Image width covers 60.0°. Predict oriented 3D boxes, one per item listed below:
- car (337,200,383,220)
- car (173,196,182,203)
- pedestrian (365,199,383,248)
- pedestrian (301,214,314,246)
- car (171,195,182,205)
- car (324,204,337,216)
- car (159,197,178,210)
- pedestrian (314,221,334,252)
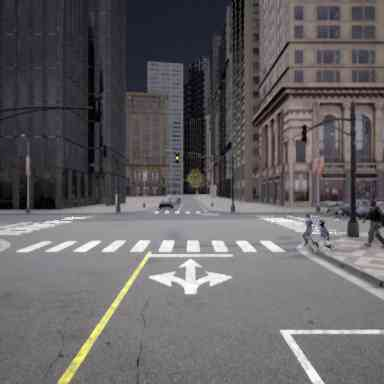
[{"bbox_3d":[14.993,1.485,26.777,5.357,1.411,2.033,0,0,0],"label":"car"},{"bbox_3d":[-3.266,1.548,73.972,1.837,1.490,4.892,0,0,0],"label":"car"},{"bbox_3d":[6.717,1.127,12.177,0.375,1.860,0.375,0,0,0],"label":"pedestrian"},{"bbox_3d":[4.518,1.405,12.768,0.375,1.300,0.375,0,0,0],"label":"pedestrian"},{"bbox_3d":[-3.254,1.516,58.779,2.128,1.511,4.902,0,0,0],"label":"car"},{"bbox_3d":[14.513,1.451,30.073,4.902,1.511,2.128,0,0,-2],"label":"car"},{"bbox_3d":[-3.211,1.603,42.897,1.895,1.301,4.718,0,0,0],"label":"car"},{"bbox_3d":[4.586,1.132,11.571,0.375,1.860,0.375,0,0,0],"label":"pedestrian"}]
